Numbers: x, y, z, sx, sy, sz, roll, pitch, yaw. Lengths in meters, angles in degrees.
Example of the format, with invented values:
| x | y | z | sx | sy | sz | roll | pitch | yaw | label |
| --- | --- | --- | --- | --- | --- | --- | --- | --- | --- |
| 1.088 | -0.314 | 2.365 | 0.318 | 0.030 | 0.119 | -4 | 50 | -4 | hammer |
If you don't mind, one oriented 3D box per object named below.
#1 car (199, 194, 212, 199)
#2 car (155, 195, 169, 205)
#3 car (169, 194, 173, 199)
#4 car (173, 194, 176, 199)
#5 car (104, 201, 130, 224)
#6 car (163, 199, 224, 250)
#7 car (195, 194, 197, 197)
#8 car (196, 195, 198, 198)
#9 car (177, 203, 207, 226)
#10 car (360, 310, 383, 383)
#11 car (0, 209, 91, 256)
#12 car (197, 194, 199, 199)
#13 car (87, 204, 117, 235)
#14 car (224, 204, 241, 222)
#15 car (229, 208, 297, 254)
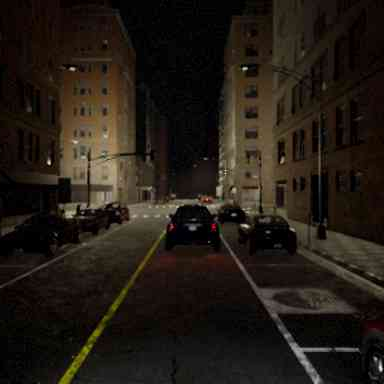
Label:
| x | y | z | sx | sy | sz | roll | pitch | yaw | label |
| --- | --- | --- | --- | --- | --- | --- | --- | --- | --- |
| 2.705 | 1.439 | 61.248 | 1.967 | 1.590 | 4.097 | 0 | 0 | 0 | car |
| -5.819 | 1.598 | 61.235 | 1.802 | 1.307 | 4.206 | 0 | 0 | 0 | car |
| -5.832 | 1.582 | 72.051 | 2.008 | 1.369 | 4.403 | 0 | 0 | 0 | car |
| -5.853 | 1.593 | 88.107 | 1.752 | 1.417 | 4.829 | 0 | 0 | 0 | car |
| -5.741 | 1.440 | 24.132 | 1.967 | 1.590 | 4.097 | 0 | 0 | 0 | car |
| 0.034 | 1.345 | 14.421 | 2.097 | 1.767 | 4.553 | 0 | 0 | 0 | car |
| 2.664 | 1.507 | 93.701 | 1.967 | 1.590 | 4.097 | -1 | 0 | 0 | car |
| 2.678 | 1.476 | 82.883 | 1.967 | 1.590 | 4.097 | 0 | 0 | 0 | car |
| -0.026 | 1.552 | 24.213 | 1.994 | 1.385 | 4.181 | 0 | 0 | 0 | car |
| 2.851 | 1.433 | 2.152 | 1.967 | 1.590 | 4.097 | 0 | 0 | 0 | car |
| -5.707 | 1.571 | 13.129 | 1.947 | 1.339 | 4.313 | 0 | 0 | 0 | car |
| 2.692 | 1.564 | 72.065 | 2.008 | 1.369 | 4.403 | 0 | 0 | 0 | car |
| -5.724 | 1.584 | 18.630 | 1.802 | 1.307 | 4.206 | 0 | 0 | 0 | car |
| 2.785 | 1.548 | 24.157 | 1.947 | 1.339 | 4.313 | 0 | 0 | 0 | car |
| 2.818 | 1.537 | 13.155 | 2.008 | 1.369 | 4.403 | 0 | 0 | 0 | car |
